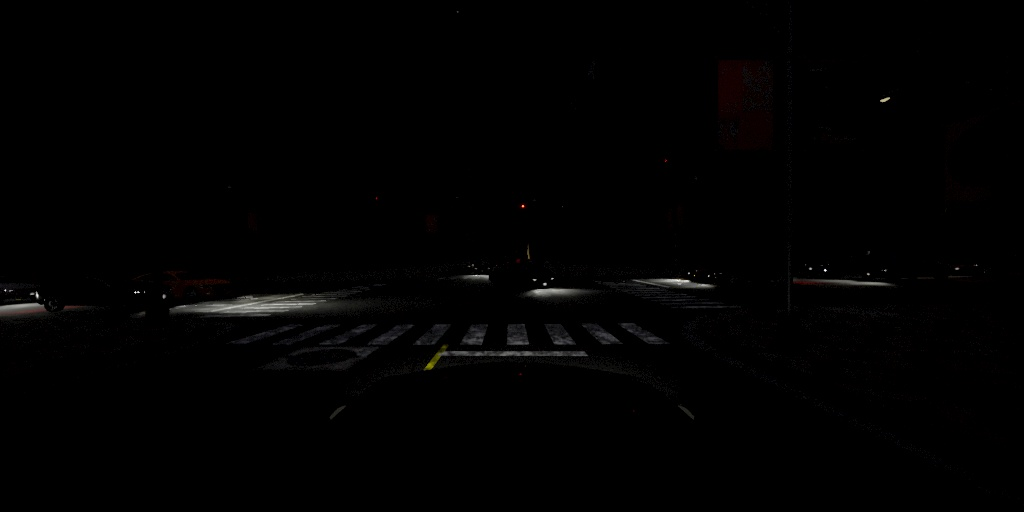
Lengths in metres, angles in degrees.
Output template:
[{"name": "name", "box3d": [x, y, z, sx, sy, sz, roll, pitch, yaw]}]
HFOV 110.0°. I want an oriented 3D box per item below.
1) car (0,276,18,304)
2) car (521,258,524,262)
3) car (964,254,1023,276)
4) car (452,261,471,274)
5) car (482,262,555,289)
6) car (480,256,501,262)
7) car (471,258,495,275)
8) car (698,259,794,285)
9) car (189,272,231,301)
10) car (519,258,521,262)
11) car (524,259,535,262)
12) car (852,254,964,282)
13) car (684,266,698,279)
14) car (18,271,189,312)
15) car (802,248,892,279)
[{"name": "car", "box3d": [-27.627, 1.763, 18.884, 4.674, 1.442, 1.812, -1, 0, 0]}, {"name": "car", "box3d": [2.671, 1.304, 52.011, 1.888, 1.381, 4.507, 0, 0, 0]}, {"name": "car", "box3d": [34.350, 0.605, 25.683, 4.902, 1.511, 2.128, -1, 0, 0]}, {"name": "car", "box3d": [-5.799, 1.305, 41.083, 2.007, 1.370, 4.403, 0, 0, 0]}, {"name": "car", "box3d": [0.438, 1.294, 23.405, 2.033, 1.411, 5.357, -1, 0, -35]}, {"name": "car", "box3d": [-3.199, 0.983, 54.837, 2.150, 2.045, 5.566, 0, 0, 0]}, {"name": "car", "box3d": [-3.128, 1.281, 39.668, 1.812, 1.442, 4.674, 0, 0, 0]}, {"name": "car", "box3d": [14.728, 0.965, 22.387, 4.892, 1.490, 1.837, -1, 0, 2]}, {"name": "car", "box3d": [-17.652, 1.528, 18.905, 5.008, 1.535, 1.882, -1, 0, 2]}, {"name": "car", "box3d": [2.644, 1.311, 57.455, 2.007, 1.370, 4.403, 0, 0, 0]}, {"name": "car", "box3d": [2.726, 1.305, 41.122, 2.007, 1.370, 4.403, 0, 0, 0]}, {"name": "car", "box3d": [24.611, 0.812, 22.428, 4.674, 1.442, 1.812, -1, 0, 0]}, {"name": "car", "box3d": [14.654, 1.020, 25.657, 4.181, 1.385, 1.994, -1, 0, 0]}, {"name": "car", "box3d": [-17.629, 1.546, 15.661, 4.902, 1.511, 2.128, -1, 0, 2]}, {"name": "car", "box3d": [24.130, 0.510, 25.675, 5.566, 2.045, 2.150, -1, 0, 0]}]
